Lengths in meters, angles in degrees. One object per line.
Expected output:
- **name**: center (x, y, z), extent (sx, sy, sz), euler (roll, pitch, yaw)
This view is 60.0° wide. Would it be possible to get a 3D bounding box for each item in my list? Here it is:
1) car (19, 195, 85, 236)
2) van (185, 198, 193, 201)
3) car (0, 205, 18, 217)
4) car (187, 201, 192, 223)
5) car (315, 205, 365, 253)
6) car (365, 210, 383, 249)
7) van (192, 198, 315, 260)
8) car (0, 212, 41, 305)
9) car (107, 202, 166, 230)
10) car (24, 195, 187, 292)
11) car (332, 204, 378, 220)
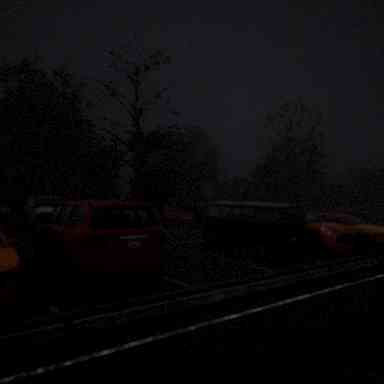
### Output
- **car**: center (-8.626, 1.245, 20.127), extent (2.435, 2.045, 5.566), euler (1, 0, -36)
- **van**: center (0.493, 1.494, 26.581), extent (1.878, 1.987, 4.442), euler (2, -1, -36)
- **car**: center (-10.901, 1.463, 18.501), extent (2.231, 1.521, 4.892), euler (1, 0, -36)
- **car**: center (-1.955, 1.651, 25.191), extent (1.946, 1.575, 5.366), euler (2, -1, -36)
- **car**: center (4.678, 1.509, 14.660), extent (2.185, 1.767, 4.553), euler (2, -1, -36)
- **car**: center (7.169, 1.701, 16.188), extent (1.946, 1.575, 5.366), euler (2, -1, -36)
- **van**: center (2.165, 1.350, 12.956), extent (1.878, 1.987, 4.442), euler (1, -1, -36)
- **car**: center (-5.153, 1.442, 7.526), extent (2.097, 1.535, 5.008), euler (1, 0, -36)
- **car**: center (-4.115, 1.594, 23.638), extent (1.946, 1.575, 5.366), euler (1, -1, -36)
- **car**: center (-2.804, 1.222, 9.263), extent (2.435, 2.045, 5.566), euler (1, -1, -36)
- **car**: center (19.854, 2.428, 40.680), extent (2.185, 1.767, 4.553), euler (3, -2, -35)
